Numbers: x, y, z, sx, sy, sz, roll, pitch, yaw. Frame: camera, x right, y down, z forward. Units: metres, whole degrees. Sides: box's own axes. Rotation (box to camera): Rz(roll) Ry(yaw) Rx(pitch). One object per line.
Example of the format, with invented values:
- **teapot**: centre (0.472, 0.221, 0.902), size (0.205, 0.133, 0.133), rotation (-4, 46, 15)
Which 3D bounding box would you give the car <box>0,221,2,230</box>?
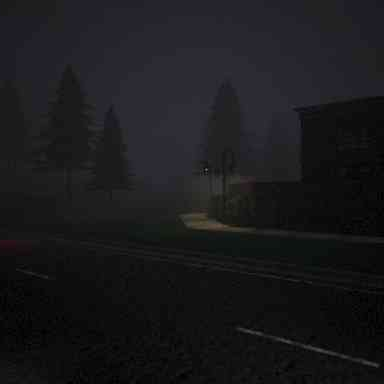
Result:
- **car**: centre (-11.480, 1.601, 16.484), size (4.718, 1.301, 1.895), rotation (0, 0, 36)
